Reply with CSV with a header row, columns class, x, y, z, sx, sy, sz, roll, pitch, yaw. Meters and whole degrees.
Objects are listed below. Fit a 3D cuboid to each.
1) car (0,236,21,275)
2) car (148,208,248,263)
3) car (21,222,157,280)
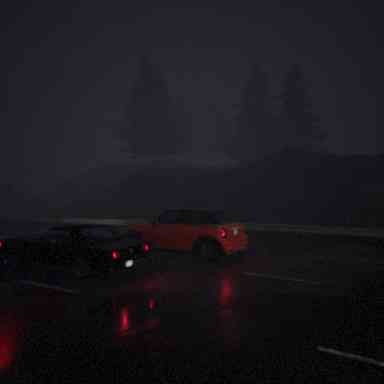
class,x,y,z,sx,sy,sz,roll,pitch,yaw
car,-6.864,1.290,7.815,5.566,2.045,2.150,-1,0,28
car,-0.392,1.358,12.069,4.553,1.767,2.097,-1,0,31
car,-3.603,1.638,9.987,4.718,1.301,1.895,-1,0,30
